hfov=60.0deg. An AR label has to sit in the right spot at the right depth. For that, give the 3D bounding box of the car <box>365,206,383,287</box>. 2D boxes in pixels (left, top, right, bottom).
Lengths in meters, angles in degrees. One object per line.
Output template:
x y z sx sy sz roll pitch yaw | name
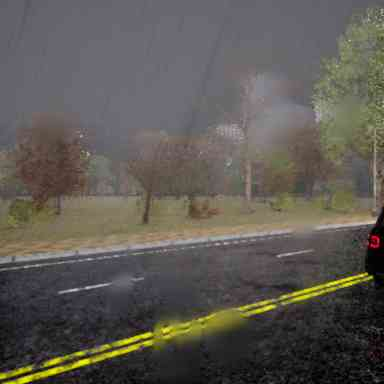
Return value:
6.397 1.230 8.000 5.566 2.045 2.150 0 0 -36 | car
